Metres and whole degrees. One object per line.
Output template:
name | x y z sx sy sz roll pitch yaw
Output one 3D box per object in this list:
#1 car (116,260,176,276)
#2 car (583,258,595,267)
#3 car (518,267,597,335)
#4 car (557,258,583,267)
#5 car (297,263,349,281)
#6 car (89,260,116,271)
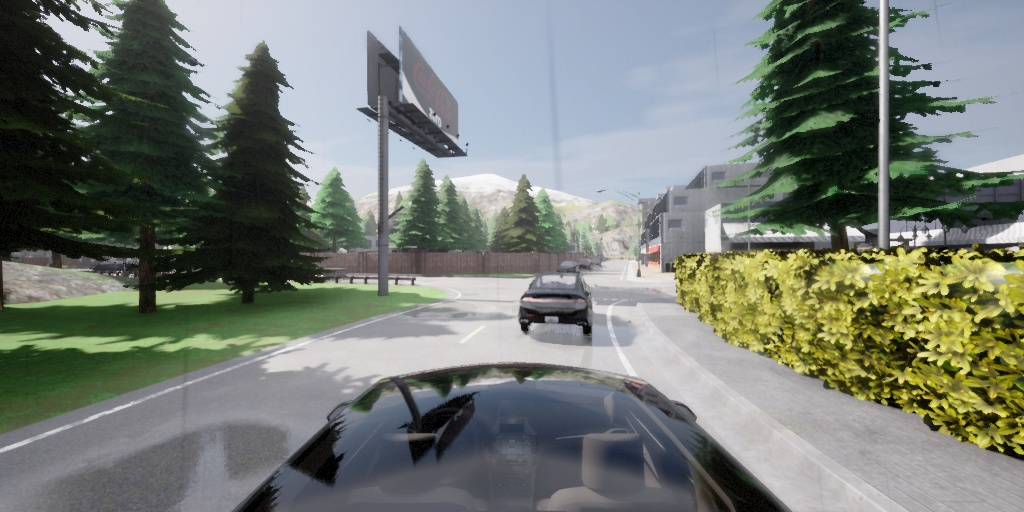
car | -33.184 1.080 32.784 4.892 1.490 1.837 0 0 17
car | 9.935 1.106 49.707 2.097 1.767 4.553 0 0 18
car | 1.442 1.243 10.621 2.128 1.511 4.902 0 0 12
car | 5.891 1.231 37.387 1.882 1.535 5.008 0 0 18
car | -14.831 1.176 27.097 4.718 1.301 1.895 0 0 17
car | -44.588 1.123 40.143 5.357 1.411 2.033 0 0 17
